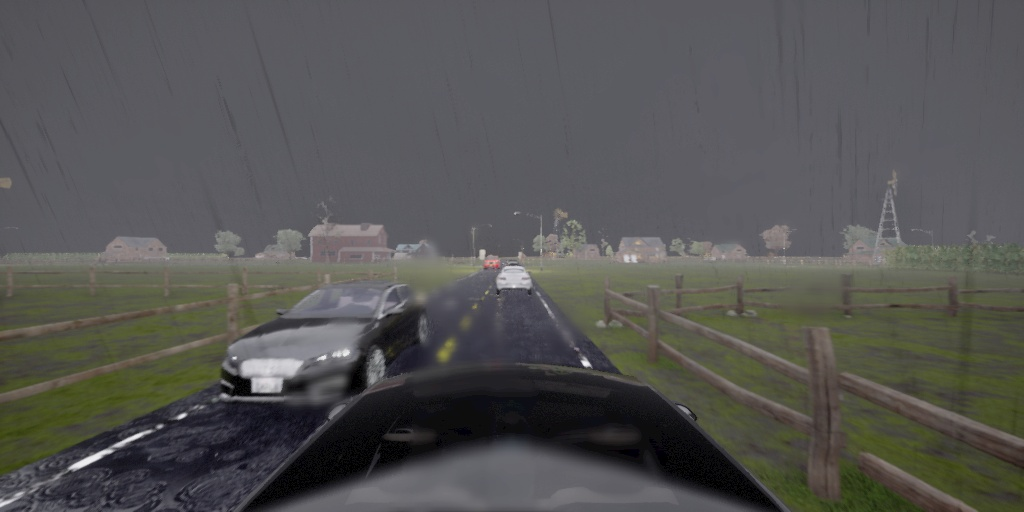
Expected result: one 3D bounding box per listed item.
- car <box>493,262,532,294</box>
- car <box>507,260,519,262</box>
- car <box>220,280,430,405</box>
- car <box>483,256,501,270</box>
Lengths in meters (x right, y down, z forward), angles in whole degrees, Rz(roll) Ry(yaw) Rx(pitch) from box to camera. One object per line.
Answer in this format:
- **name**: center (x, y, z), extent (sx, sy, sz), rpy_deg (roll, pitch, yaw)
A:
- **car**: center (0.096, 1.271, 19.945), extent (1.812, 1.442, 4.674), rpy_deg (0, 0, 0)
- **car**: center (0.093, 1.241, 41.393), extent (1.837, 1.490, 4.892), rpy_deg (0, 0, 0)
- **car**: center (-2.851, 1.240, 6.630), extent (2.128, 1.511, 4.902), rpy_deg (0, 0, 0)
- **car**: center (-2.823, 0.954, 51.202), extent (2.150, 2.045, 5.566), rpy_deg (0, 0, 0)
